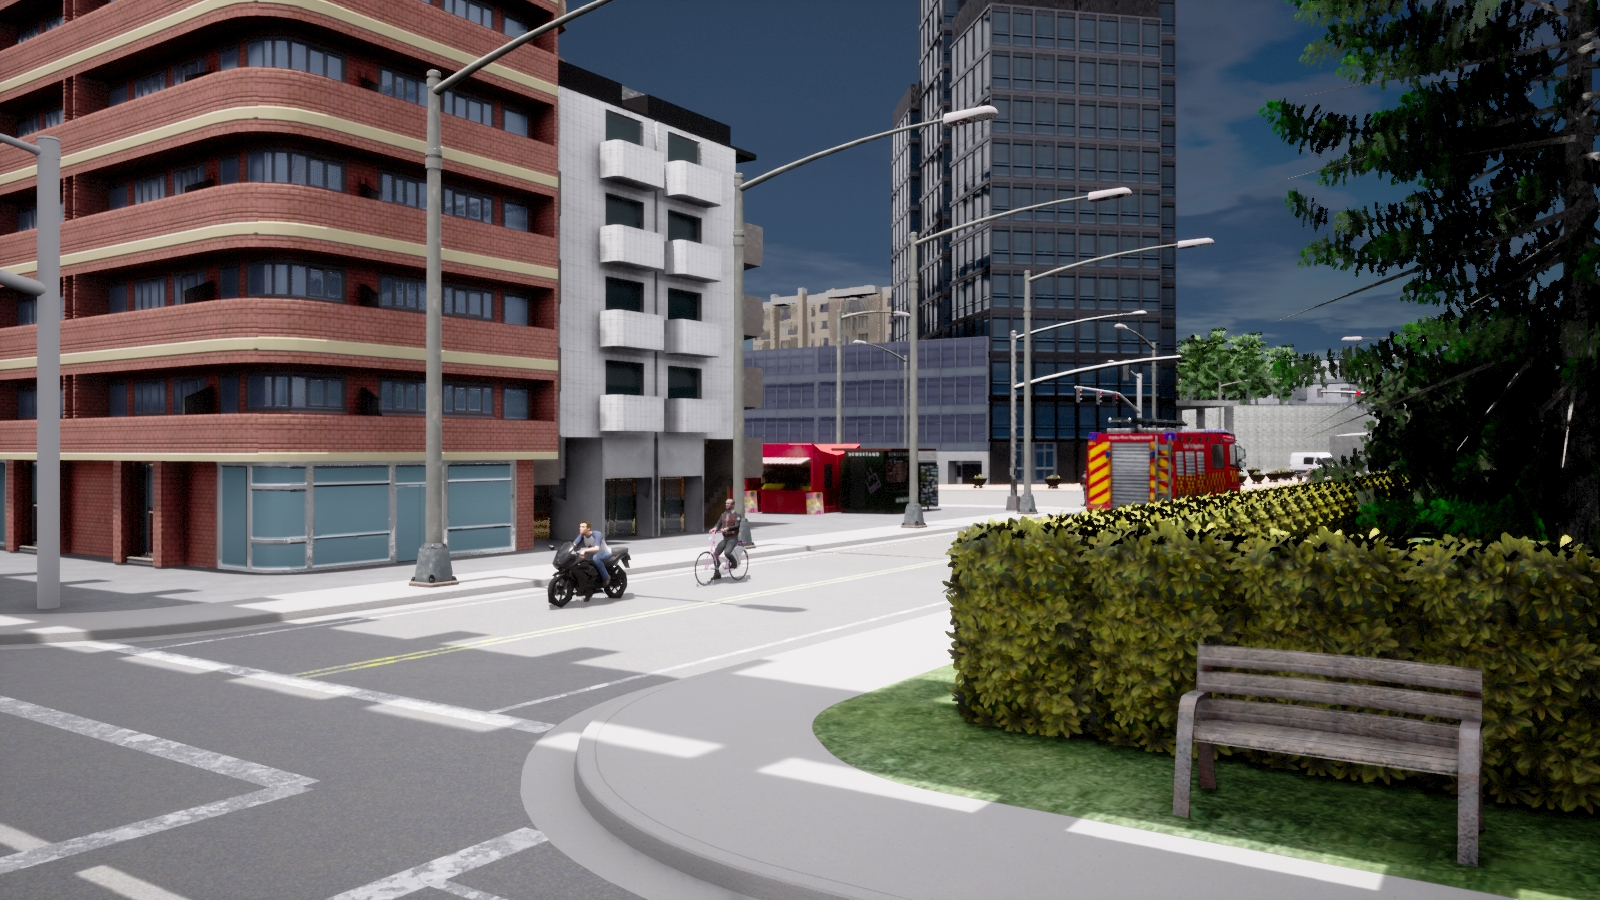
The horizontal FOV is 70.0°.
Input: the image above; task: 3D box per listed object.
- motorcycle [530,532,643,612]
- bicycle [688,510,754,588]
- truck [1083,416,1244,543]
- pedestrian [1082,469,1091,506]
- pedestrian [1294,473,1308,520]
[{"bbox_3d":[-3.850,2.174,20.756,0.803,1.224,2.033,0,0,34],"label":"motorcycle"},{"bbox_3d":[-1.641,2.048,23.979,0.329,1.496,1.835,0,0,34],"label":"bicycle"},{"bbox_3d":[12.538,0.891,38.809,2.891,3.827,8.468,0,0,34],"label":"truck"},{"bbox_3d":[14.483,1.891,57.759,0.375,1.860,0.375,0,0,33],"label":"pedestrian"},{"bbox_3d":[19.989,1.848,45.560,0.375,1.860,0.375,0,0,-13],"label":"pedestrian"}]
